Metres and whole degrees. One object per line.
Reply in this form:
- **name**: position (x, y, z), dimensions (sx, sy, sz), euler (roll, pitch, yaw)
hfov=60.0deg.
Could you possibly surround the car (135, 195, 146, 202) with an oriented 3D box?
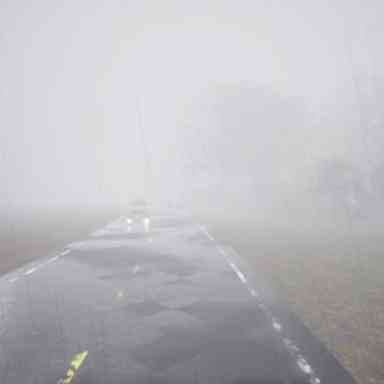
- **car**: position (-13.600, 1.576, 86.945), dimensions (2.097, 1.767, 4.553), euler (0, 0, -18)

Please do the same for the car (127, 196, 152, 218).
- **car**: position (-4.989, 1.496, 31.459), dimensions (2.097, 1.767, 4.553), euler (0, 0, -7)

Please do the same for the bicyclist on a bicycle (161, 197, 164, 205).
- **bicyclist on a bicycle**: position (-4.848, 1.672, 55.996), dimensions (0.866, 1.612, 1.509), euler (0, 2, -11)

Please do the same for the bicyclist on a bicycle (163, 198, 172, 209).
- **bicyclist on a bicycle**: position (-3.195, 1.640, 47.081), dimensions (0.866, 1.612, 1.509), euler (0, -1, -10)
